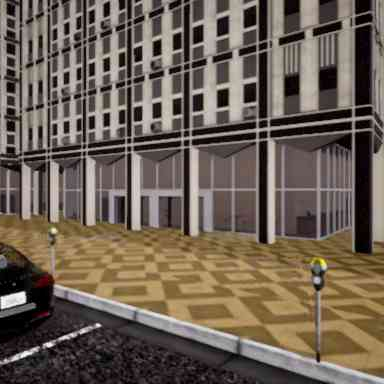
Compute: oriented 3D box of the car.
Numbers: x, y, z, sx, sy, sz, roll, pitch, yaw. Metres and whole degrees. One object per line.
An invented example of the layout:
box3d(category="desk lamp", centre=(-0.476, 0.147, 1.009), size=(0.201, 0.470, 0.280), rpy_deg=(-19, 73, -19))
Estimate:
box3d(category="car", centre=(-4.181, 1.538, 5.858), size=(4.313, 1.339, 1.947), rpy_deg=(0, 0, 35))
